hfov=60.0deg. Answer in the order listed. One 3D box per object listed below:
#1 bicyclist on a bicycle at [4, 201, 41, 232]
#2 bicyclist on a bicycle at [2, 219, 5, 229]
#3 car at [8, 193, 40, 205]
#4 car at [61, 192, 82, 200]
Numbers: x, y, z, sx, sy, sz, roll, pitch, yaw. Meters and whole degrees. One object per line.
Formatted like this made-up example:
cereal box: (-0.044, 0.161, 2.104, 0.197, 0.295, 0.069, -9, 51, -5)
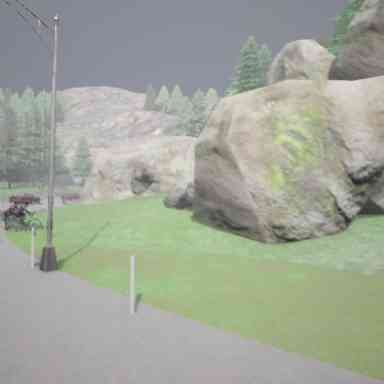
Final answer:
bicyclist on a bicycle: (-9.225, 1.357, 18.307, 1.656, 1.620, 0.582, -3, 2, -27)
bicyclist on a bicycle: (-10.136, 1.346, 18.974, 1.656, 1.620, 0.582, -1, 1, 8)
car: (-21.767, 0.841, 43.333, 1.882, 1.535, 5.008, 2, 1, 3)
car: (-20.373, 0.670, 56.542, 1.994, 1.385, 4.181, 1, 2, 14)
